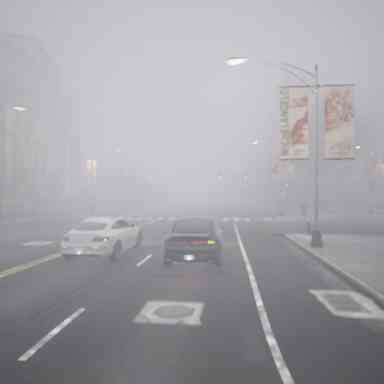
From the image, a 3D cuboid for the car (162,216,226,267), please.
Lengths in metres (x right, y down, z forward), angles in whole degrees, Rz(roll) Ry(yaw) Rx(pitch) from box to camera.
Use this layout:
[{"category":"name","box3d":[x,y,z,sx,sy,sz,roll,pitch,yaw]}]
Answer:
[{"category":"car","box3d":[0.172,1.619,11.889,1.837,1.490,4.892,0,0,6]}]

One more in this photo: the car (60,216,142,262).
[{"category":"car","box3d":[-3.269,1.643,12.639,1.812,1.442,4.674,0,0,6]}]
